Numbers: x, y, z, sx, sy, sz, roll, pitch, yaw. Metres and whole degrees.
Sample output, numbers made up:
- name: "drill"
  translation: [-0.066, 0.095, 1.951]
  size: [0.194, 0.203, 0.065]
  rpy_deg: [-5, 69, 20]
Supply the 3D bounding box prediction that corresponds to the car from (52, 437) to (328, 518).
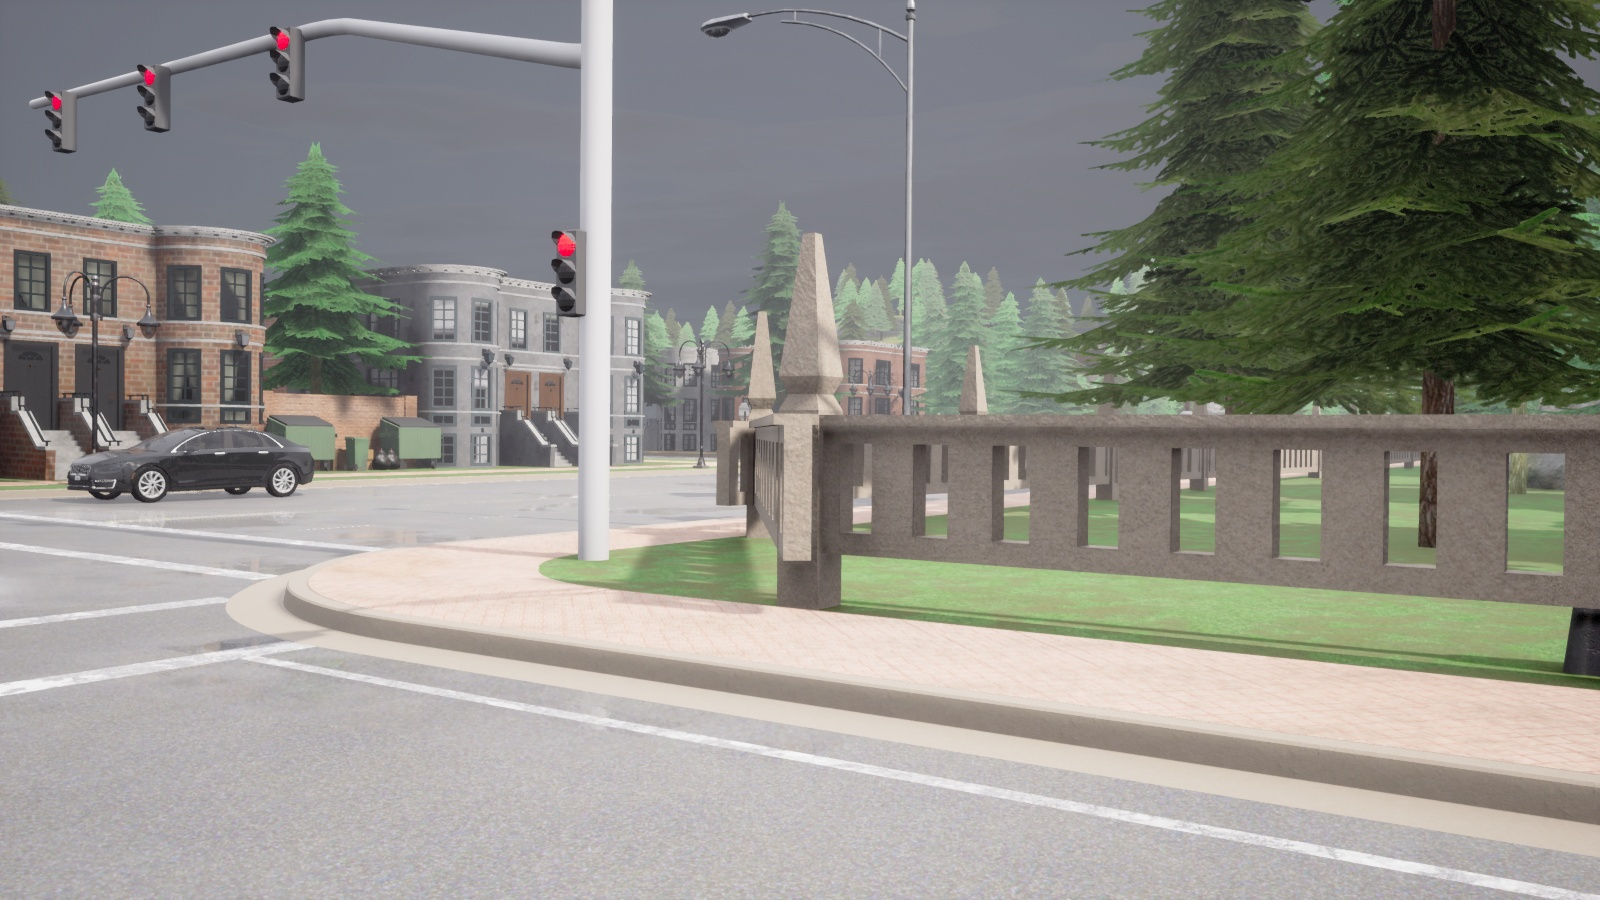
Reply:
- name: "car"
  translation: [-12.508, 0.493, 26.110]
  size: [1.837, 1.490, 4.892]
  rpy_deg: [0, 1, 34]
